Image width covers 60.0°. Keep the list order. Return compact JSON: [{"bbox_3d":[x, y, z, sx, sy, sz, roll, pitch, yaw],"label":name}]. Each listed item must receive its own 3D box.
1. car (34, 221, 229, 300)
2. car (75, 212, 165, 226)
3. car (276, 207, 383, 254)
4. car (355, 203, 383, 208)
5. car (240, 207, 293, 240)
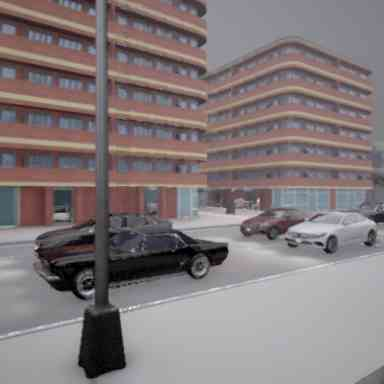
[{"bbox_3d":[-1.395,1.599,8.512,4.718,1.301,1.895,0,0,-35],"label":"car"},{"bbox_3d":[-2.875,1.503,11.759,4.892,1.490,1.837,0,0,-35],"label":"car"},{"bbox_3d":[5.841,1.519,13.675,4.674,1.442,1.812,0,0,-35],"label":"car"},{"bbox_3d":[11.922,1.479,22.298,4.902,1.511,2.128,0,0,-35],"label":"car"},{"bbox_3d":[4.564,1.519,17.059,4.674,1.442,1.812,0,0,-35],"label":"car"}]
